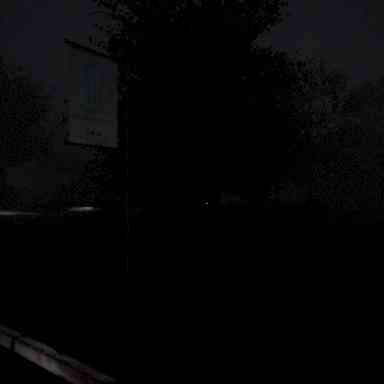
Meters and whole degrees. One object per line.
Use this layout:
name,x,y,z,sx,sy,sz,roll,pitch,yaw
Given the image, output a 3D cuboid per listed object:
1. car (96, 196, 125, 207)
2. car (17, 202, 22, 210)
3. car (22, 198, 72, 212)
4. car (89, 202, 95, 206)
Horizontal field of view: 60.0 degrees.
car,-10.185,1.185,46.638,2.150,2.045,5.566,0,0,38
car,-18.964,1.484,41.176,2.128,1.511,4.902,0,0,39
car,-16.501,1.470,38.652,1.882,1.535,5.008,0,0,39
car,-12.508,1.508,49.342,2.033,1.411,5.357,0,0,38
